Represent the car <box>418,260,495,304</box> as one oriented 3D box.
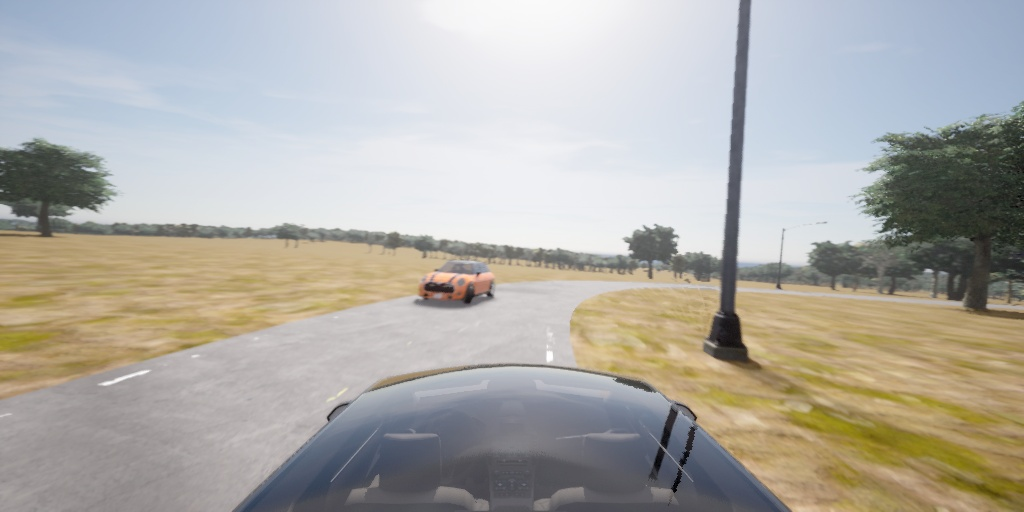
[{"bbox_3d":[-2.265,0.981,15.868,2.097,1.767,4.553,4,0,14],"label":"car"}]
